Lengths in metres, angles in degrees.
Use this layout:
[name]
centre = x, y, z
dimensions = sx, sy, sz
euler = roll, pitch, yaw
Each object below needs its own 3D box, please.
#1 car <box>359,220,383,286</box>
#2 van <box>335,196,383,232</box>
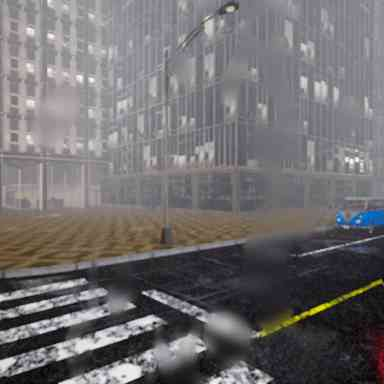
[car]
centre = 5.781, 1.386, 7.053
dimensions = 4.902, 1.511, 2.128
euler = -1, 1, -40
[van]
centre = 8.979, 1.126, 17.211
dimensions = 3.998, 1.788, 1.690
euler = -1, 1, -39
